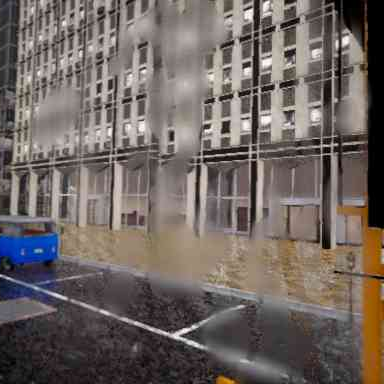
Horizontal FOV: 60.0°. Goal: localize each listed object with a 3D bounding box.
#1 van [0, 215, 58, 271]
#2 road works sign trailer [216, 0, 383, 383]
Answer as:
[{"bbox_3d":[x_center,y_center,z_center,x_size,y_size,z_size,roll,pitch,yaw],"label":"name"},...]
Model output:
[{"bbox_3d":[-6.701,1.816,12.603,3.998,1.788,1.690,-1,-3,39],"label":"van"},{"bbox_3d":[1.407,0.623,2.561,2.880,3.560,2.380,-1,-3,39],"label":"road works sign trailer"}]
